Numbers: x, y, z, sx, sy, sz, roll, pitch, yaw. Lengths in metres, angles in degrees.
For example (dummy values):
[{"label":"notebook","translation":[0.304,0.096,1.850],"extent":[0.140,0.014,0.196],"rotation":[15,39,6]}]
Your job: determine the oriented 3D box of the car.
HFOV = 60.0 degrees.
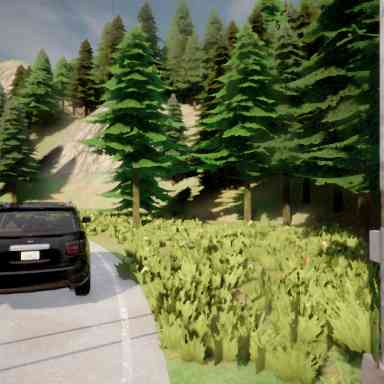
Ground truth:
[{"label":"car","translation":[-3.807,1.245,8.497],"extent":[2.150,2.045,5.566],"rotation":[0,0,-20]}]
